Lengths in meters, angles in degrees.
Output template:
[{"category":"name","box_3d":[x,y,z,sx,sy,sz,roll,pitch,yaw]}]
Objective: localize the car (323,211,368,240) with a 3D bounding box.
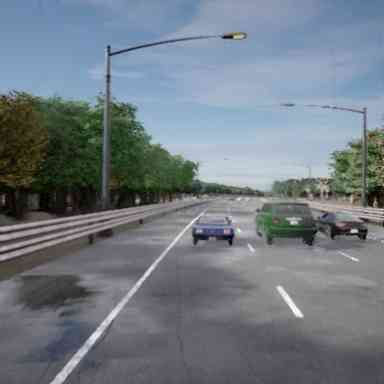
[{"category":"car","box_3d":[8.252,1.813,18.837,1.812,1.442,4.674,1,-1,4]}]

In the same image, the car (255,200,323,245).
[{"category":"car","box_3d":[4.603,1.450,17.034,2.150,2.045,5.566,1,-1,4]}]

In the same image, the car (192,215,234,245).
[{"category":"car","box_3d":[1.074,1.788,16.791,1.895,1.301,4.718,1,-1,4]}]
